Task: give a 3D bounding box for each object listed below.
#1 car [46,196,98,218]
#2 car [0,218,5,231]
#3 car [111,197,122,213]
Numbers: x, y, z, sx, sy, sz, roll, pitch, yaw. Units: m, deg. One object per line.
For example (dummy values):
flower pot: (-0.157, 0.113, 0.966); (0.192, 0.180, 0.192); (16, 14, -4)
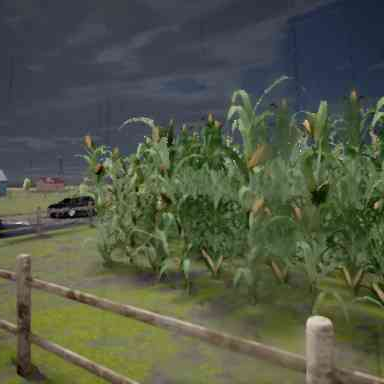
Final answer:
car: (-9.042, 1.081, 25.901); (1.837, 1.490, 4.892); (1, 2, 22)
car: (-10.729, 1.376, 14.612); (1.812, 1.442, 4.674); (1, 2, 24)
car: (-4.751, 0.763, 28.810); (2.150, 2.045, 5.566); (1, 2, 22)
